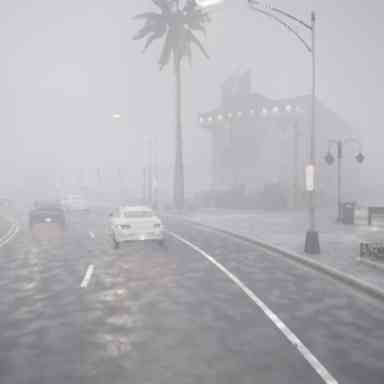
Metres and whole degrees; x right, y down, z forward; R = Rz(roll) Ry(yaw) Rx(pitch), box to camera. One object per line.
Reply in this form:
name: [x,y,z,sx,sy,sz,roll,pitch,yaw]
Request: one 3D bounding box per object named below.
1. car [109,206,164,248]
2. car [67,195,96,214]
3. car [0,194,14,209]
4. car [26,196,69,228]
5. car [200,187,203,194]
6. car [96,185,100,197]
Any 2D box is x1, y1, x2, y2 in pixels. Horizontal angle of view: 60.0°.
car: [-2.327,1.274,13.454,1.812,1.442,4.674,0,1,-16]
car: [-10.160,1.004,28.391,1.812,1.442,4.674,-1,1,-37]
car: [-19.221,0.935,32.797,4.674,1.442,1.812,1,1,41]
car: [-8.602,1.148,19.575,1.837,1.490,4.892,0,1,-26]
car: [2.525,0.310,58.716,4.674,1.452,2.002,1,1,36]
car: [-17.741,0.163,59.313,4.553,1.767,2.185,1,1,36]
